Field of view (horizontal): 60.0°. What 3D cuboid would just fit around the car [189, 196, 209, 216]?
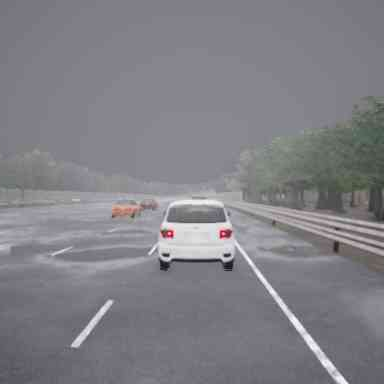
[{"bbox_3d":[0.810,1.528,37.781,2.150,2.045,5.566,0,-1,1],"label":"car"}]

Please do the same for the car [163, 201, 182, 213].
[{"bbox_3d":[-2.484,1.912,44.045,2.033,1.411,5.357,0,-1,1],"label":"car"}]

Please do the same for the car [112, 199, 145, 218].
[{"bbox_3d":[-6.215,1.552,32.165,2.097,1.767,4.553,0,-1,1],"label":"car"}]

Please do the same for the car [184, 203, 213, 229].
[{"bbox_3d":[0.491,1.618,24.049,1.882,1.535,5.008,0,0,2],"label":"car"}]

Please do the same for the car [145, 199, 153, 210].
[{"bbox_3d":[-5.949,1.726,46.497,2.097,1.767,4.553,0,-1,1],"label":"car"}]

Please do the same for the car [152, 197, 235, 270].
[{"bbox_3d":[0.170,1.263,11.313,2.150,2.045,5.566,0,0,1],"label":"car"}]
